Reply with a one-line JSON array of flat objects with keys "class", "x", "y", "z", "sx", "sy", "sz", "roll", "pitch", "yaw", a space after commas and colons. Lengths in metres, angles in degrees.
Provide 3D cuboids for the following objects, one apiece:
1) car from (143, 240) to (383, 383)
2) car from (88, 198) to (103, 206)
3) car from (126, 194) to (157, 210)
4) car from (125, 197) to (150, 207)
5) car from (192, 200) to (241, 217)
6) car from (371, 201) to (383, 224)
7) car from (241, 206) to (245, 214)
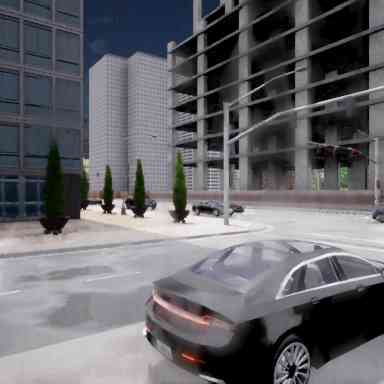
[{"class": "car", "x": 1.662, "y": 1.492, "z": 5.040, "sx": 4.902, "sy": 1.511, "sz": 2.128, "roll": 0, "pitch": 0, "yaw": -36}, {"class": "car", "x": -17.153, "y": 1.656, "z": 58.199, "sx": 1.895, "sy": 1.301, "sz": 4.718, "roll": 0, "pitch": 0, "yaw": -36}, {"class": "car", "x": -6.710, "y": 1.278, "z": 43.684, "sx": 2.150, "sy": 2.045, "sz": 5.566, "roll": 0, "pitch": 0, "yaw": -36}, {"class": "car", "x": -8.630, "y": 1.533, "z": 52.305, "sx": 1.882, "sy": 1.535, "sz": 5.008, "roll": 0, "pitch": 0, "yaw": -36}, {"class": "car", "x": 1.961, "y": 1.547, "z": 31.753, "sx": 2.128, "sy": 1.511, "sz": 4.902, "roll": 0, "pitch": 0, "yaw": -36}, {"class": "car", "x": 15.372, "y": 1.377, "z": 23.643, "sx": 4.553, "sy": 1.767, "sz": 2.097, "roll": 0, "pitch": 0, "yaw": 32}, {"class": "car", "x": 3.647, "y": 1.619, "z": 35.387, "sx": 1.994, "sy": 1.385, "sz": 4.181, "roll": 0, "pitch": 0, "yaw": -36}]
